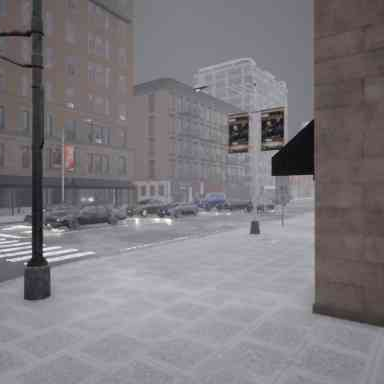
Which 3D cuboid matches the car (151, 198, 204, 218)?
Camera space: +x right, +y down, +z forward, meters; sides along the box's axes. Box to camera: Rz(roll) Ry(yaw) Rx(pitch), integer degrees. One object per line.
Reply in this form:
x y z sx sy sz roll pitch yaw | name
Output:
-1.194 1.468 28.851 1.994 1.385 4.181 0 0 35 | car

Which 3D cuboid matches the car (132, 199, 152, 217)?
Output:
-3.970 1.416 30.537 1.837 1.490 4.892 0 0 35 | car

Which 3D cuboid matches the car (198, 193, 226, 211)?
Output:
2.115 1.088 39.112 2.150 2.045 5.566 0 0 36 | car

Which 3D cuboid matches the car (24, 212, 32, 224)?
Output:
-9.295 1.513 23.019 1.994 1.385 4.181 0 0 36 | car

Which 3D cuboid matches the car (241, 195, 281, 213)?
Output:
7.355 1.360 34.933 1.837 1.490 4.892 0 0 35 | car

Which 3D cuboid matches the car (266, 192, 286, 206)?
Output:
11.358 1.035 46.456 2.150 2.045 5.566 0 0 35 | car

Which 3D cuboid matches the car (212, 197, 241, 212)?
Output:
4.573 1.462 36.972 1.895 1.301 4.718 0 0 36 | car

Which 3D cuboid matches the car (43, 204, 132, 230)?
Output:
-6.630 1.491 21.162 2.033 1.411 5.357 0 0 36 | car

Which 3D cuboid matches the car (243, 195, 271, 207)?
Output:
9.782 1.303 49.820 2.128 1.511 4.902 0 0 36 | car
